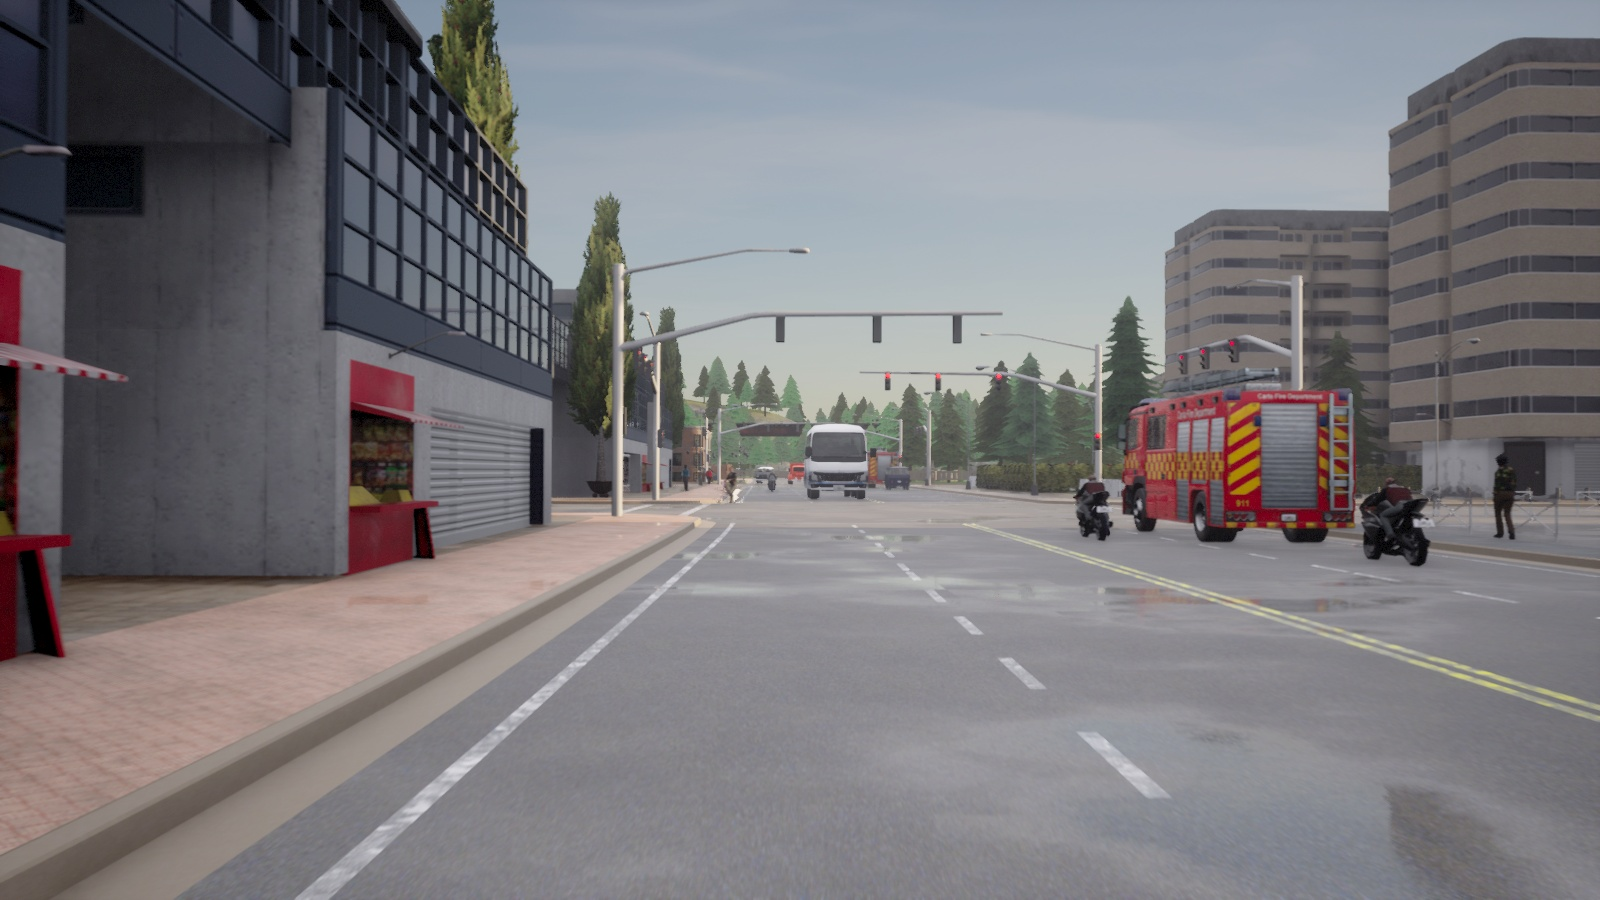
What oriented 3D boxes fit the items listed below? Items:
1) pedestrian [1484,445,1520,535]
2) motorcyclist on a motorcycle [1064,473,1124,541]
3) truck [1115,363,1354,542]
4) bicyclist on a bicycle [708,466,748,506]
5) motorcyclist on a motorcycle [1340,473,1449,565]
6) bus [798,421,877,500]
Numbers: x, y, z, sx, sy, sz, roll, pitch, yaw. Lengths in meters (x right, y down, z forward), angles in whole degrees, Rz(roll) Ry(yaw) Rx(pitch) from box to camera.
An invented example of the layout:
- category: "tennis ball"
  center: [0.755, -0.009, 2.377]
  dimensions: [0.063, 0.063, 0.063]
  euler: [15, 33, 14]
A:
- category: "pedestrian"
  center: [15.282, 0.870, 27.360]
  dimensions: [0.395, 1.930, 0.692]
  euler: [0, -1, 3]
- category: "motorcyclist on a motorcycle"
  center: [6.908, 1.318, 29.636]
  dimensions: [0.866, 1.530, 2.191]
  euler: [0, 0, 0]
- category: "truck"
  center: [10.385, 0.130, 31.160]
  dimensions: [2.891, 3.827, 8.468]
  euler: [0, -1, -1]
- category: "bicyclist on a bicycle"
  center: [-3.260, 1.655, 57.179]
  dimensions: [0.659, 1.776, 1.843]
  euler: [-4, -4, 40]
- category: "motorcyclist on a motorcycle"
  center: [10.446, 1.179, 22.168]
  dimensions: [0.866, 1.530, 2.191]
  euler: [0, -1, 0]
- category: "bus"
  center: [2.031, 0.654, 73.102]
  dimensions: [3.944, 4.253, 10.273]
  euler: [0, -1, -2]
